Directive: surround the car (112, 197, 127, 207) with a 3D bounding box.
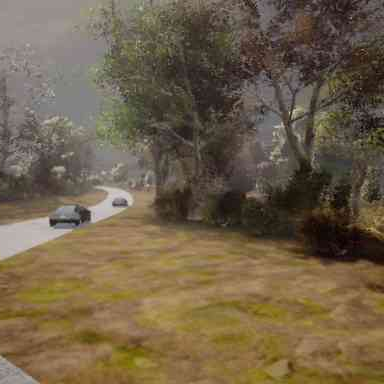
[{"bbox_3d":[-10.831,1.450,49.843,1.994,1.385,4.181,-1,1,-7],"label":"car"}]

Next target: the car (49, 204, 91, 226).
[{"bbox_3d":[-8.497,1.563,23.519,1.994,1.385,4.181,0,0,-4],"label":"car"}]
